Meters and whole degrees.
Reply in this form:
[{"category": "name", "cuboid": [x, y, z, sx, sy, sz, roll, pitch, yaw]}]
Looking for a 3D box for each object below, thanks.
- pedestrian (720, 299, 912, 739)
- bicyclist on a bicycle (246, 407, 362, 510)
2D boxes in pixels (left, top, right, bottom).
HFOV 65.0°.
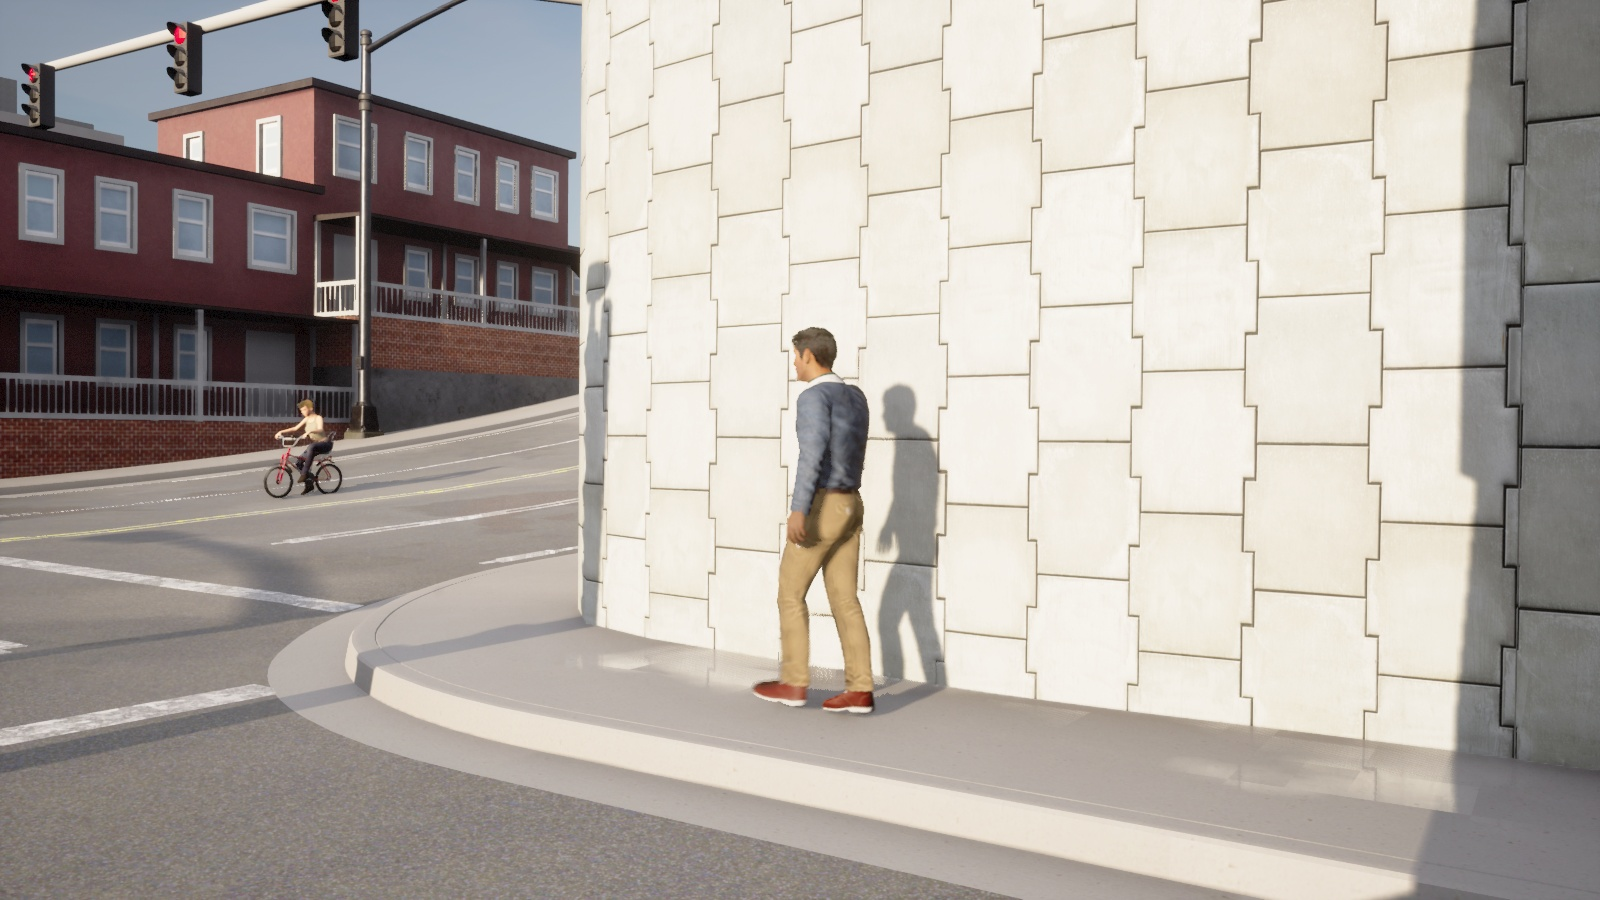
[{"category": "pedestrian", "cuboid": [0.073, 0.304, 5.948, 0.788, 1.949, 0.423, 0, 1, 33]}, {"category": "bicyclist on a bicycle", "cuboid": [-8.254, 0.120, 20.934, 0.866, 1.612, 1.509, 0, 3, 33]}]
